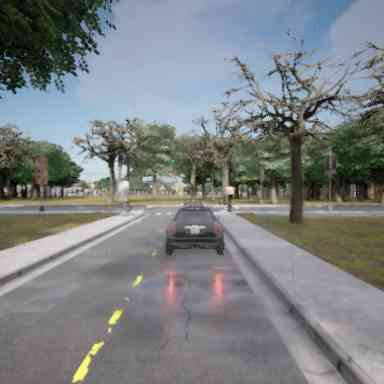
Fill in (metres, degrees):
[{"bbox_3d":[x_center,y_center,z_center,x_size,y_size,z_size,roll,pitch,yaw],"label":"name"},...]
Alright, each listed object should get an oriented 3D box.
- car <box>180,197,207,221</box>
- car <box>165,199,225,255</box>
[{"bbox_3d":[0.094,1.365,27.753,2.097,1.767,4.553,0,0,0],"label":"car"},{"bbox_3d":[0.104,1.356,13.534,2.097,1.767,4.553,0,0,0],"label":"car"}]
